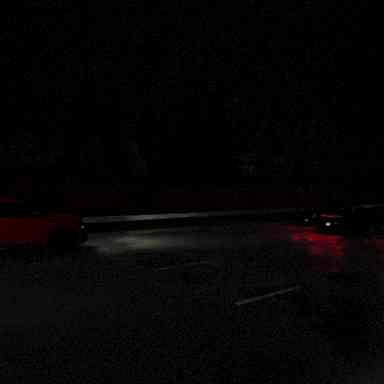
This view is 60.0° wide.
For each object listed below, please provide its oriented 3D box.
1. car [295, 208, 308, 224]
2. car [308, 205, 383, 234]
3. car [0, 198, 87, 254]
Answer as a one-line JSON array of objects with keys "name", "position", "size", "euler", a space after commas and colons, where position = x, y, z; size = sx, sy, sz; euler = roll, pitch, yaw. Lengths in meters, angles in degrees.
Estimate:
[{"name": "car", "position": [9.465, 1.591, 23.551], "size": [4.718, 1.301, 1.895], "euler": [0, 0, -36]}, {"name": "car", "position": [9.149, 1.482, 19.000], "size": [4.902, 1.511, 2.128], "euler": [0, 0, -36]}, {"name": "car", "position": [-6.684, 1.218, 11.882], "size": [5.566, 2.045, 2.150], "euler": [0, 0, -36]}]
